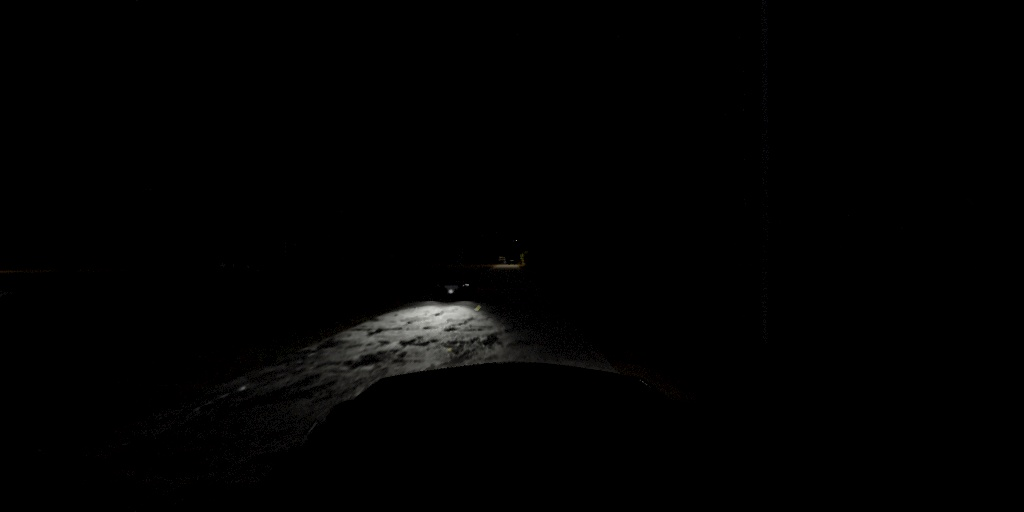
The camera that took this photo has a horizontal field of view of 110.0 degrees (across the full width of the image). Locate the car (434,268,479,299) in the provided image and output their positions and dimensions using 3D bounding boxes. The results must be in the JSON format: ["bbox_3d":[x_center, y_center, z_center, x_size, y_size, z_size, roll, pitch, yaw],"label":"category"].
[{"bbox_3d":[-2.851,1.398,19.196,2.128,1.511,4.902,0,0,0],"label":"car"}]
